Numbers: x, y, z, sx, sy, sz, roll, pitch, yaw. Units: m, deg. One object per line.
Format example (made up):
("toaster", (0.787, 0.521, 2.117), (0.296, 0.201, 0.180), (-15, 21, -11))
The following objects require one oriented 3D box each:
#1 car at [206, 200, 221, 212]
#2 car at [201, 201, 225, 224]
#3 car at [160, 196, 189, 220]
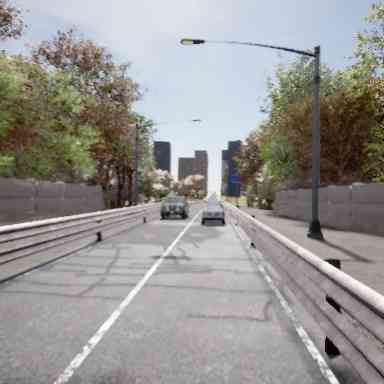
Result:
("car", (2.942, 1.920, 45.359), (1.812, 1.442, 4.674), (1, -1, 4))
("car", (1.737, 1.744, 27.218), (2.033, 1.411, 5.357), (1, 0, 4))
("car", (-1.482, 1.384, 30.720), (2.150, 2.045, 5.566), (1, 0, 4))
